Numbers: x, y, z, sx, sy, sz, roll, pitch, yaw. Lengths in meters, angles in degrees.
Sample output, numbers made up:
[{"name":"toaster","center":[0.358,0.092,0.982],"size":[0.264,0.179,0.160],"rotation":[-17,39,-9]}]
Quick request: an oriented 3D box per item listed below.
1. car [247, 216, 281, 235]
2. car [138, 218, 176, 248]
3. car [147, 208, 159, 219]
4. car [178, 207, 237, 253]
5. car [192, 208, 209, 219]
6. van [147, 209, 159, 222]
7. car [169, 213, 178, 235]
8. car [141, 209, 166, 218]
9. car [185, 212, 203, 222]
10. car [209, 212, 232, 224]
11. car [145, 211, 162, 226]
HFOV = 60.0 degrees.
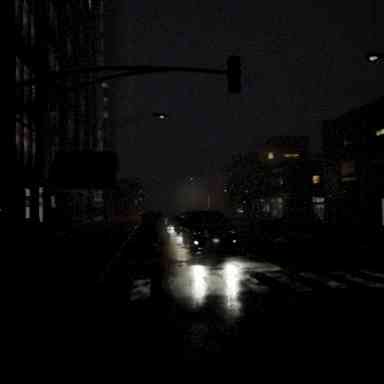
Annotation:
[{"name":"car","center":[5.646,2.579,26.599],"size":[2.008,1.369,4.403],"rotation":[-2,-2,-7]},{"name":"car","center":[-2.243,2.493,20.047],"size":[1.947,1.339,4.313],"rotation":[-2,-2,-7]},{"name":"car","center":[-7.584,4.132,63.972],"size":[2.192,1.841,5.009],"rotation":[-2,-2,-7]},{"name":"car","center":[0.752,2.003,18.015],"size":[2.150,2.045,5.566],"rotation":[-1,-2,-8]},{"name":"car","center":[1.414,3.764,59.515],"size":[2.192,1.841,5.009],"rotation":[-2,-2,-7]},{"name":"van","center":[-6.218,3.685,52.997],"size":[1.690,1.788,3.998],"rotation":[-2,-2,-7]},{"name":"car","center":[-0.503,2.767,28.165],"size":[2.033,1.411,5.357],"rotation":[-1,-2,-7]},{"name":"car","center":[-3.500,2.684,30.314],"size":[2.192,1.841,5.009],"rotation":[-2,-2,-7]},{"name":"car","center":[0.209,3.574,48.038],"size":[1.994,1.385,4.181],"rotation":[-1,-2,-7]},{"name":"car","center":[3.573,3.259,42.317],"size":[2.008,1.369,4.403],"rotation":[-2,-2,-7]},{"name":"car","center":[-4.771,3.281,41.295],"size":[1.967,1.590,4.097],"rotation":[-2,-2,-7]}]
